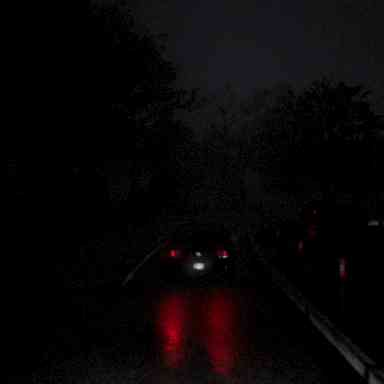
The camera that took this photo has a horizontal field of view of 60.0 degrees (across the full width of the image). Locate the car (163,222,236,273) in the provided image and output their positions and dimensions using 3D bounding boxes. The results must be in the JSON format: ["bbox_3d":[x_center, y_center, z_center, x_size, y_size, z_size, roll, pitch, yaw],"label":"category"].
[{"bbox_3d":[0.342,1.600,10.629,1.895,1.301,4.718,0,0,4],"label":"car"}]

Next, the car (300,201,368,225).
[{"bbox_3d":[10.206,1.434,23.925,4.553,1.767,2.097,0,0,-13],"label":"car"}]
